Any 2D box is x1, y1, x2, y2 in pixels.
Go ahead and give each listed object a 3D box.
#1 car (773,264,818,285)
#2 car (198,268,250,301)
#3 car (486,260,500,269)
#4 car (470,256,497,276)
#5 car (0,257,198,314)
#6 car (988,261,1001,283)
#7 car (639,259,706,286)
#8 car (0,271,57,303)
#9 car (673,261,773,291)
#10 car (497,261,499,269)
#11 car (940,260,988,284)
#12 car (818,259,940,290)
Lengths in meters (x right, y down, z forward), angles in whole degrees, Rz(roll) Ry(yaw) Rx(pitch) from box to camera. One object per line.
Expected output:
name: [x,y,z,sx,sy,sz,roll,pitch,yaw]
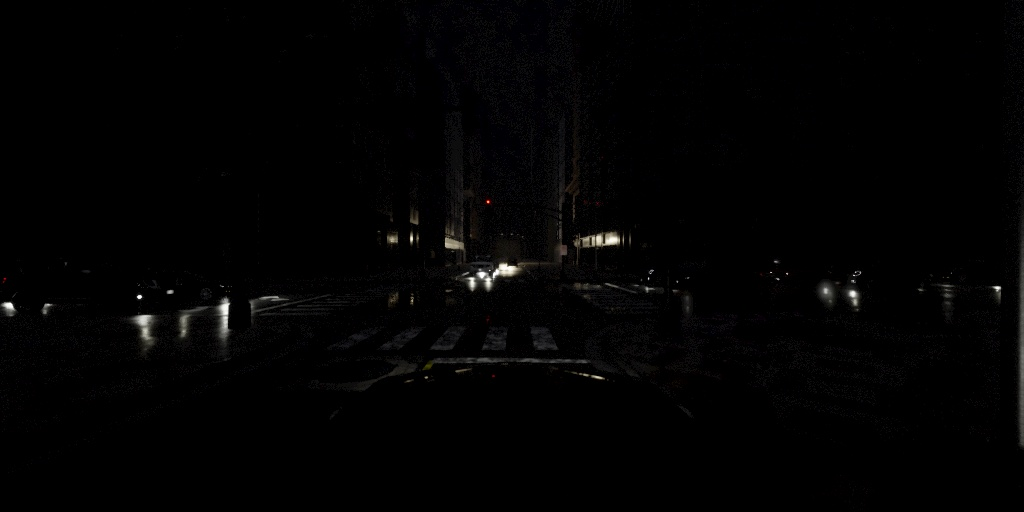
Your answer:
car: [19.882,1.204,23.822,4.718,1.301,1.895,0,0,0]
car: [-15.330,1.334,17.255,4.892,1.490,1.837,0,0,3]
car: [-3.024,1.363,57.511,1.895,1.301,4.718,0,0,0]
car: [-3.069,0.975,37.291,2.150,2.045,5.566,0,0,0]
car: [-16.089,1.063,13.985,5.566,2.045,2.150,0,0,0]
car: [31.106,0.891,20.528,4.553,1.767,2.097,0,0,0]
car: [10.890,1.011,23.891,4.553,1.767,2.097,0,0,2]
car: [-25.271,1.444,17.263,4.181,1.385,1.994,0,0,0]
car: [11.856,1.187,20.593,4.674,1.442,1.812,0,0,2]
car: [-3.049,1.357,47.358,1.895,1.301,4.718,0,0,0]
car: [30.234,1.040,23.782,4.892,1.490,1.837,-1,0,0]
car: [20.907,0.957,20.568,4.553,1.767,2.097,0,0,0]
